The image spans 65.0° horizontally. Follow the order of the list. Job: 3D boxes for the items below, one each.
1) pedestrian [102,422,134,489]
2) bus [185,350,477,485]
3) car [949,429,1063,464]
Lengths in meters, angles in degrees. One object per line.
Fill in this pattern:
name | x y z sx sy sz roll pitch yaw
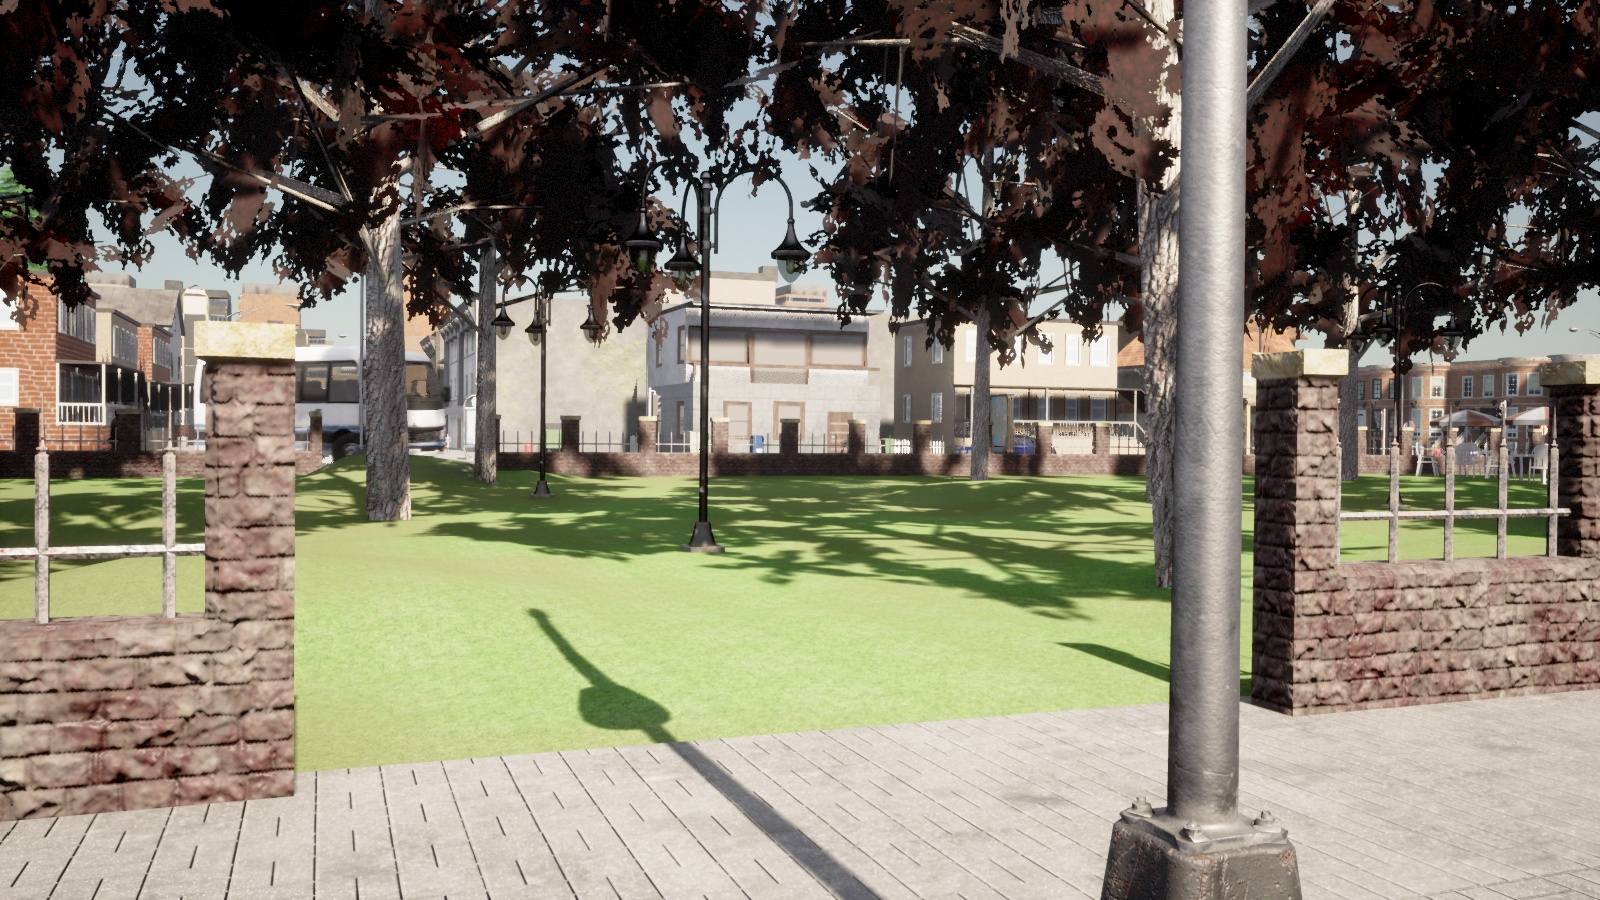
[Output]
pedestrian | -18.997 0.144 34.998 0.703 1.840 0.431 -1 1 -21
bus | -16.434 -1.112 43.711 10.273 4.253 3.944 0 3 32
car | 9.145 -0.181 55.699 4.674 1.442 1.812 -1 1 -21
